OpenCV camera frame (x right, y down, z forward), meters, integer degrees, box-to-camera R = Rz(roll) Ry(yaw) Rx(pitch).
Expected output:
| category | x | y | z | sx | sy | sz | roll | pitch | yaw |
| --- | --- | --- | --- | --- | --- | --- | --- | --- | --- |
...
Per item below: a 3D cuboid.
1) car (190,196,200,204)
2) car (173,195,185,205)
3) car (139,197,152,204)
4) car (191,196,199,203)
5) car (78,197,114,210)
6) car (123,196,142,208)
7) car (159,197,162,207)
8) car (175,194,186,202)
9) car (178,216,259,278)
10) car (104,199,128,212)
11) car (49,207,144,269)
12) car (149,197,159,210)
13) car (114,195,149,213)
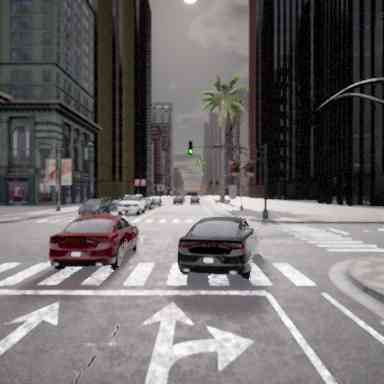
| category | x | y | z | sx | sy | sz | roll | pitch | yaw |
| --- | --- | --- | --- | --- | --- | --- | --- | --- | --- |
| car | 0.604 | 1.655 | 65.663 | 1.837 | 1.490 | 4.892 | 0 | 0 | 1 |
| car | -2.661 | 1.651 | 64.100 | 1.837 | 1.490 | 4.892 | 0 | 0 | 1 |
| car | -9.140 | 1.746 | 66.343 | 1.895 | 1.301 | 4.718 | 0 | 0 | 1 |
| car | 0.699 | 1.652 | 75.796 | 1.882 | 1.535 | 5.008 | 0 | 0 | 1 |
| car | -9.578 | 1.425 | 32.901 | 2.097 | 1.767 | 4.553 | 0 | 0 | 1 |
| car | -9.277 | 1.468 | 51.807 | 2.097 | 1.767 | 4.553 | 0 | 0 | 1 |
| car | -5.995 | 1.616 | 55.237 | 2.128 | 1.511 | 4.902 | 0 | 0 | 1 |
| car | -2.563 | 1.358 | 74.491 | 2.097 | 1.767 | 4.553 | 0 | 0 | 1 |
| car | 1.006 | 1.501 | 10.438 | 1.882 | 1.535 | 5.008 | 0 | 0 | 14 |
| car | -9.453 | 1.618 | 41.594 | 1.812 | 1.442 | 4.674 | 0 | 0 | 1 |
| car | -3.055 | 1.502 | 11.312 | 1.882 | 1.535 | 5.008 | 0 | 0 | 1 |
| car | -6.150 | 1.593 | 45.116 | 2.128 | 1.511 | 4.902 | 0 | 0 | 1 |
| car | -6.275 | 1.300 | 35.073 | 2.150 | 2.045 | 5.566 | 0 | 0 | 1 |
